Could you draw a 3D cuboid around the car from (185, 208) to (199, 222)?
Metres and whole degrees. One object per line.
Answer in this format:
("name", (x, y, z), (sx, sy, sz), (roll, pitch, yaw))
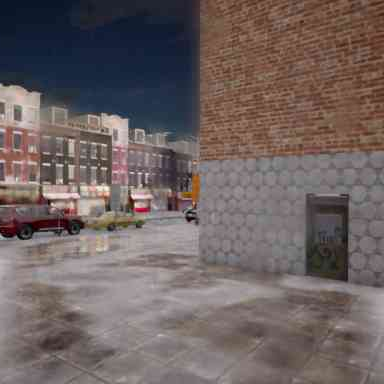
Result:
("car", (1.064, 2.198, 32.556), (1.947, 1.339, 4.313), (-1, -2, 36))

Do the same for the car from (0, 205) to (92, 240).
("car", (-8.646, 1.642, 19.055), (2.192, 1.841, 5.009), (-1, -2, 36))

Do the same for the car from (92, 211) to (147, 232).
("car", (-5.310, 1.957, 23.691), (1.752, 1.417, 4.829), (-1, -2, 36))
